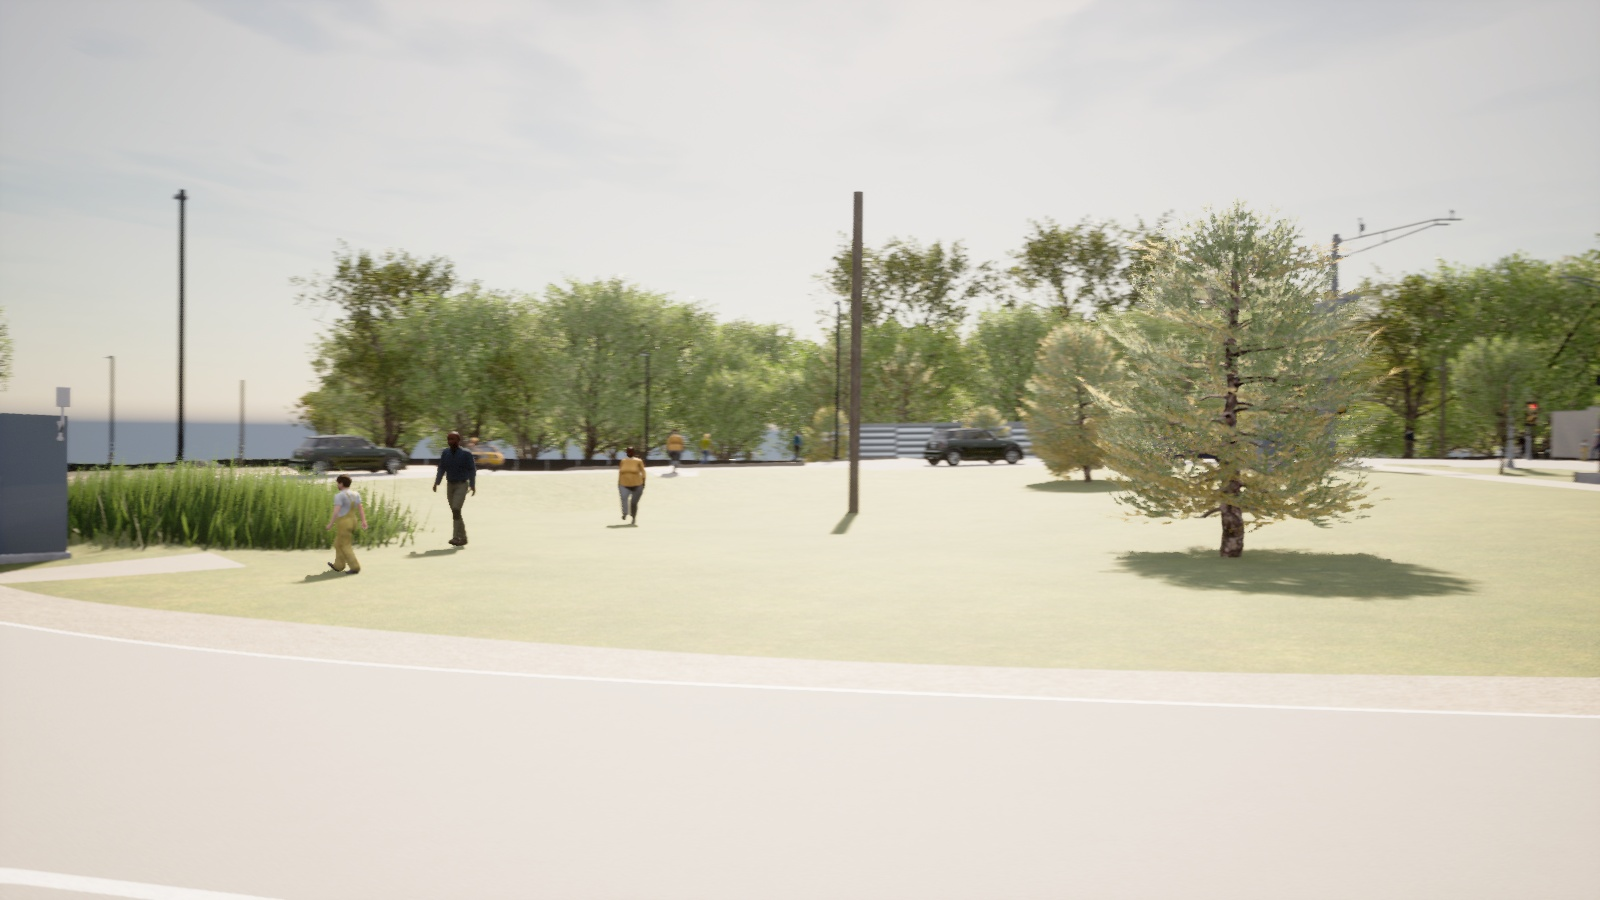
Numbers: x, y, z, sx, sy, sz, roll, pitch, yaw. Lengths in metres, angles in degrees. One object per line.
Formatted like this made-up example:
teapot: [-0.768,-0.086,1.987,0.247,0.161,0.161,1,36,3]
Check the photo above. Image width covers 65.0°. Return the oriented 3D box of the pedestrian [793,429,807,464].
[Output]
pedestrian: [-0.005,-0.204,69.834,0.396,1.930,0.692,2,1,34]

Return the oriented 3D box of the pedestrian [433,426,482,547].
pedestrian: [-5.317,0.551,19.534,0.370,1.835,0.726,2,1,18]

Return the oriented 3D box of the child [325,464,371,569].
child: [-5.552,0.807,15.428,0.437,1.263,0.270,2,1,17]

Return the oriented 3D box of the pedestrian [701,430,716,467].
pedestrian: [-4.605,-0.053,62.907,0.354,1.836,0.706,2,1,33]

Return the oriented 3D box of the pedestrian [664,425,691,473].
pedestrian: [-4.834,-0.038,49.511,0.874,1.855,0.900,1,1,6]

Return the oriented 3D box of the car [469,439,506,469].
car: [-17.671,0.237,71.201,1.801,1.575,5.366,1,-1,-12]

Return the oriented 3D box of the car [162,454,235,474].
car: [-42.208,1.004,88.135,4.181,1.385,1.994,0,0,7]

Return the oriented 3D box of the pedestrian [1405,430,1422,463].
pedestrian: [33.985,-0.185,69.541,0.726,1.835,0.370,1,1,-3]

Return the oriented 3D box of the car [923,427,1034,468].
car: [8.111,-0.154,57.098,4.553,1.767,2.097,-1,1,-21]

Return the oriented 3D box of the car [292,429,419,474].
car: [-18.609,0.019,52.621,4.553,1.767,2.097,-1,2,-42]

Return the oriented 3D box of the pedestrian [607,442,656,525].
pedestrian: [-3.902,0.757,29.085,0.874,1.855,0.900,1,1,8]
